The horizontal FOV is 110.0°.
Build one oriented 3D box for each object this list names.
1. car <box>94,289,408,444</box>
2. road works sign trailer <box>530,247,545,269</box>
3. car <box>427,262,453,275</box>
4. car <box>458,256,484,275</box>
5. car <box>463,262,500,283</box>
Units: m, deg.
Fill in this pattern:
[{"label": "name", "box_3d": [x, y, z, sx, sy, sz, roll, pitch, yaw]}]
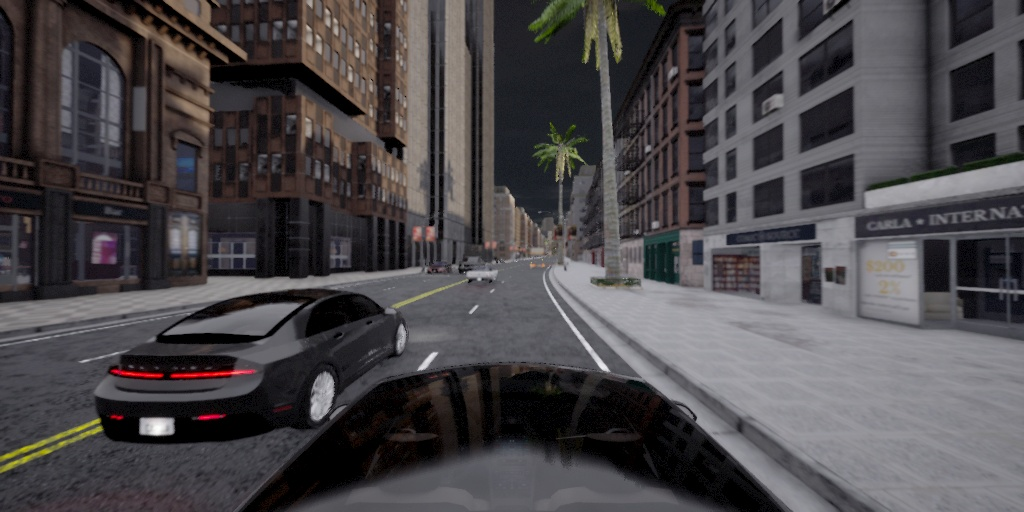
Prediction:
[{"label": "car", "box_3d": [-3.096, 1.256, 5.575, 1.837, 1.490, 4.892, 0, 0, 1]}, {"label": "road works sign trailer", "box_3d": [4.163, 0.284, 58.707, 2.380, 3.560, 2.880, 0, 0, 7]}, {"label": "car", "box_3d": [-7.948, 1.364, 39.781, 1.994, 1.385, 4.181, 0, 0, 6]}, {"label": "car", "box_3d": [-4.564, 1.028, 41.082, 2.150, 2.045, 5.566, 0, 0, 6]}, {"label": "car", "box_3d": [-2.219, 1.391, 27.984, 1.895, 1.301, 4.718, 0, 0, 4]}]
